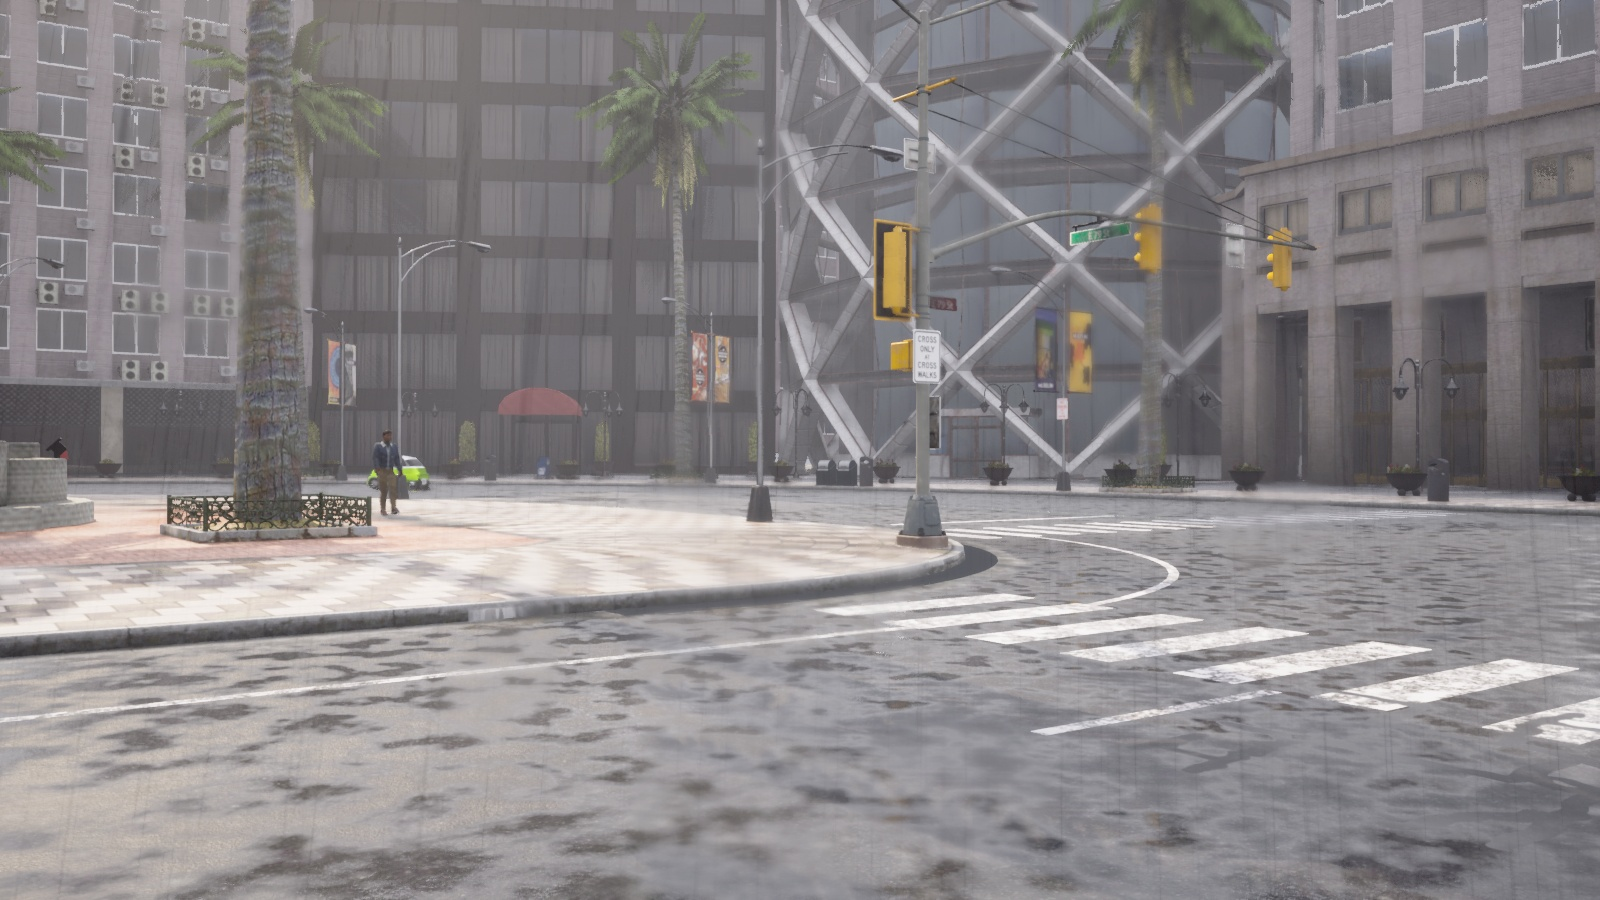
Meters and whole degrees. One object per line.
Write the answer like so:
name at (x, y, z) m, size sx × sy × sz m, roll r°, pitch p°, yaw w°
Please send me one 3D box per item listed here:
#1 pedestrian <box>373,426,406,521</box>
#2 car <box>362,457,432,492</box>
pedestrian at (-8.532, 0.483, 26.088) m, size 0.423 × 1.949 × 0.788 m, roll 0°, pitch 0°, yaw -36°
car at (-15.929, 0.955, 49.697) m, size 2.207 × 1.376 × 1.481 m, roll 0°, pitch 0°, yaw 13°
